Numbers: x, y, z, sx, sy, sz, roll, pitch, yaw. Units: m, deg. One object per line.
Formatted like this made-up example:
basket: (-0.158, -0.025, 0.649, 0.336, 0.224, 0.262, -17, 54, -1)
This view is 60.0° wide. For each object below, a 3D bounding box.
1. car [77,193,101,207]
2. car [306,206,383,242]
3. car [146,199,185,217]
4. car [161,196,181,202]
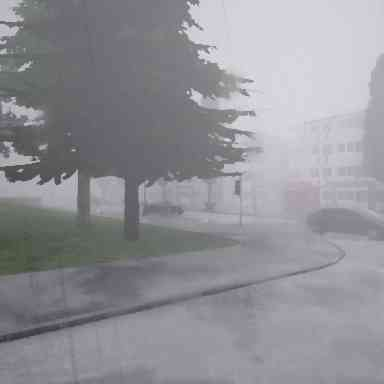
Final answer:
car: (-15.751, 1.218, 50.433, 2.150, 2.045, 5.566, 0, 0, -35)
car: (8.135, 1.505, 16.746, 1.837, 1.490, 4.892, 0, 0, -35)
car: (-2.693, 1.601, 31.946, 1.895, 1.301, 4.718, 0, 0, -36)
car: (-5.226, 1.673, 83.155, 4.974, 1.542, 2.038, 0, 0, -6)
